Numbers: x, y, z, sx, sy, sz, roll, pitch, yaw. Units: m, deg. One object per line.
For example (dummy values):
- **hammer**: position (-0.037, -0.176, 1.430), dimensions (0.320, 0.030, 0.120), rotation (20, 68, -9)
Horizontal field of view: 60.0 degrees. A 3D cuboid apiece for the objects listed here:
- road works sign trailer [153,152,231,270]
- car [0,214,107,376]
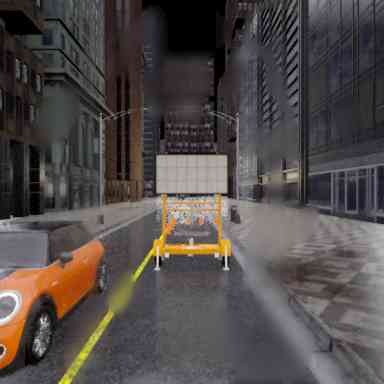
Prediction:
- **road works sign trailer**: position (-0.005, 0.475, 11.034), dimensions (2.380, 3.560, 2.880), rotation (0, 0, 0)
- **car**: position (-3.005, 1.358, 5.791), dimensions (2.097, 1.767, 4.553), rotation (0, 0, 0)
